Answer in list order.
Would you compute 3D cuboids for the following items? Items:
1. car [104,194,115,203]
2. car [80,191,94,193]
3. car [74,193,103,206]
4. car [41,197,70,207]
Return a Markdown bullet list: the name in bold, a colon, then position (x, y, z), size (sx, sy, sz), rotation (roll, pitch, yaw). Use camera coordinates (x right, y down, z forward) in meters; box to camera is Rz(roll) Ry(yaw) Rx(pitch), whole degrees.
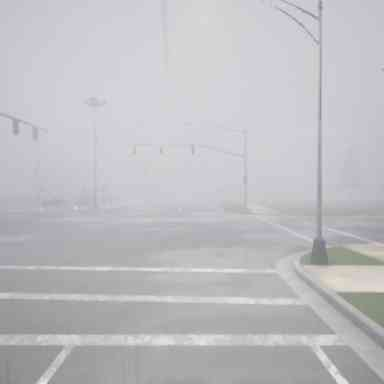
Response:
- **car**: position (-14.286, 1.116, 55.964), size (1.812, 1.442, 4.674), rotation (0, 1, 1)
- **car**: position (-17.776, 0.814, 56.009), size (2.150, 2.045, 5.566), rotation (0, 0, 1)
- **car**: position (-14.438, 1.211, 45.886), size (2.033, 1.411, 5.357), rotation (0, 0, 1)
- **car**: position (-17.978, 1.279, 43.955), size (1.895, 1.301, 4.718), rotation (0, 0, 1)
